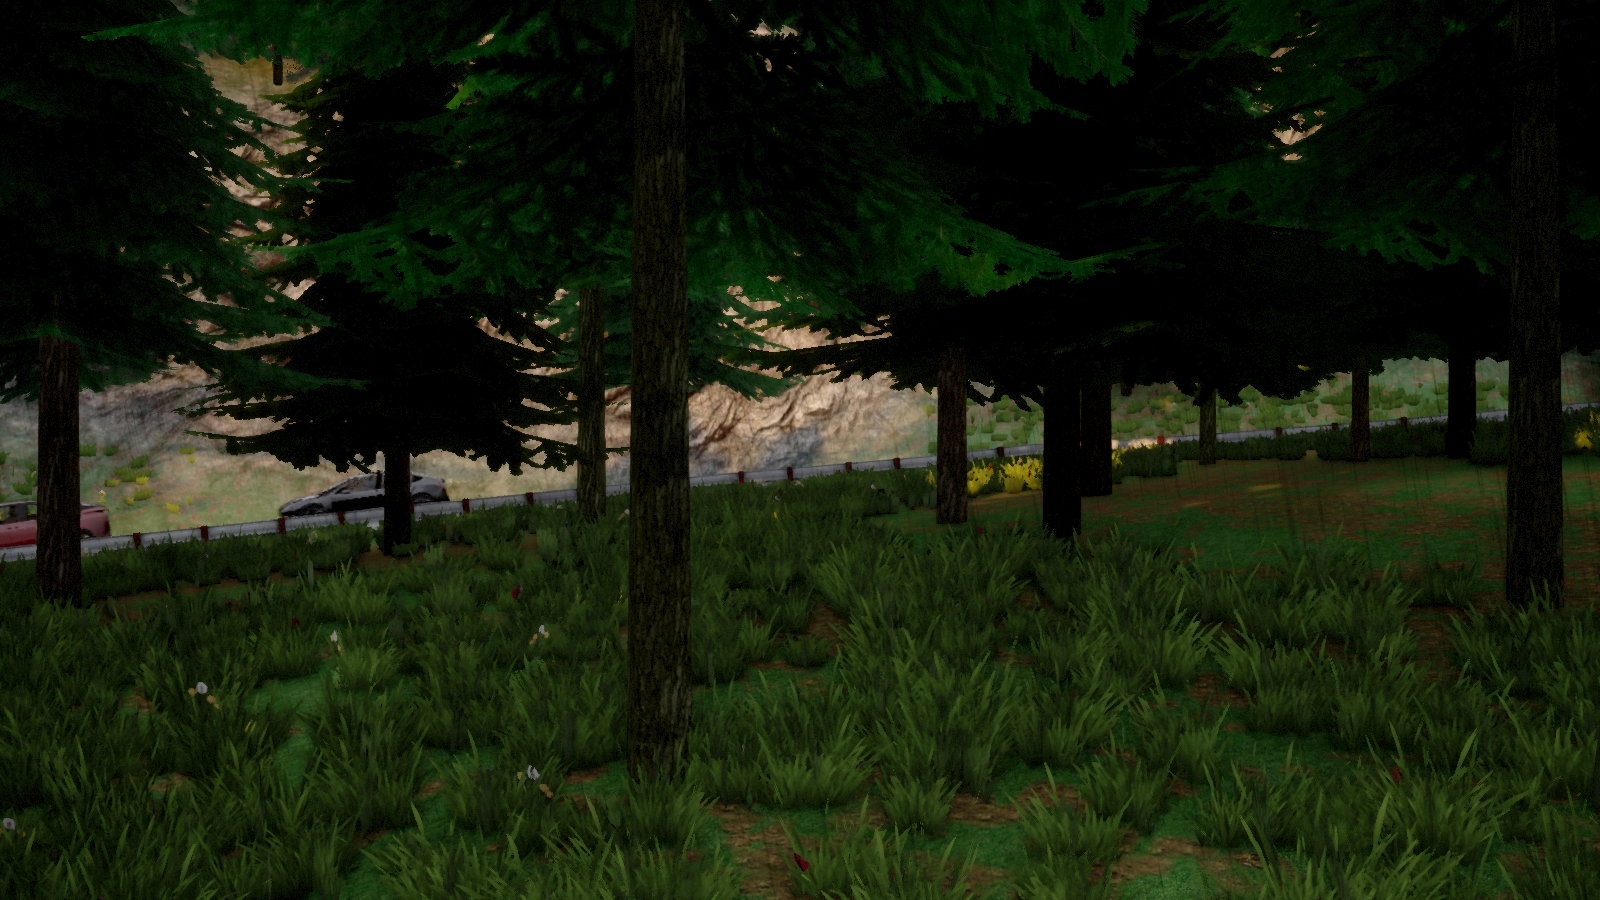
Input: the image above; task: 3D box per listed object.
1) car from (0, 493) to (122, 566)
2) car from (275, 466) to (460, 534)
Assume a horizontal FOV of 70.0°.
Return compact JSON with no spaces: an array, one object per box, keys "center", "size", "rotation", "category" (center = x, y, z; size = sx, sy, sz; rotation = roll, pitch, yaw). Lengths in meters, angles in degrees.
[{"center":[-20.156,2.094,29.160],"size":[4.514,1.525,2.007],"rotation":[-6,3,-41],"category":"car"},{"center":[-12.934,1.428,34.242],"size":[4.792,1.488,2.163],"rotation":[-5,3,-30],"category":"car"}]
